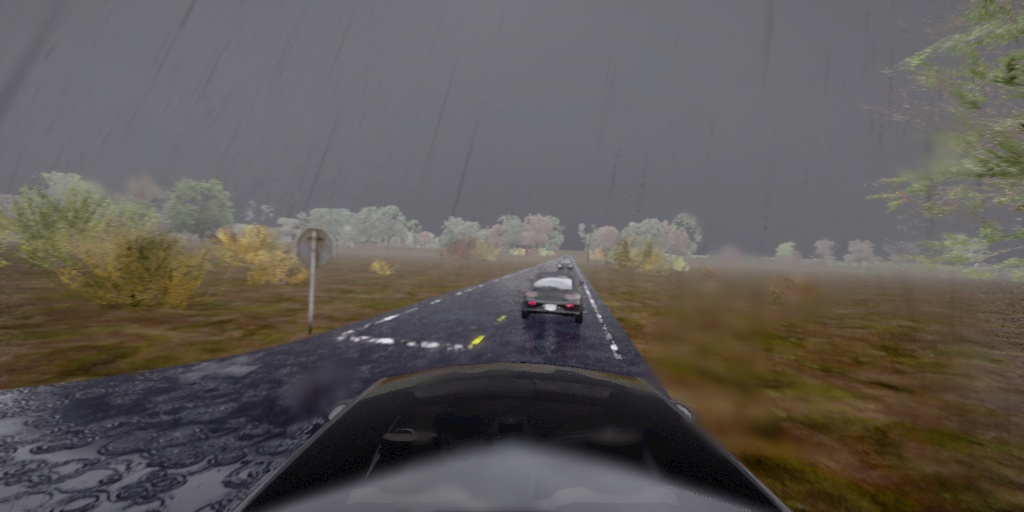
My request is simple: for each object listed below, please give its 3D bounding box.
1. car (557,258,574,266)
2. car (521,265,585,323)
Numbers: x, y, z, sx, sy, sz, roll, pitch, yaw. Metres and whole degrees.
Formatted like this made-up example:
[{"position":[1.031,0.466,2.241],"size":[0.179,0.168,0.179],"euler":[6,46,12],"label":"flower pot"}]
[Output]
[{"position":[6.375,1.160,42.656],"size":[1.895,1.301,4.718],"euler":[3,1,10],"label":"car"},{"position":[1.417,1.219,12.012],"size":[1.812,1.442,4.674],"euler":[3,1,9],"label":"car"}]
